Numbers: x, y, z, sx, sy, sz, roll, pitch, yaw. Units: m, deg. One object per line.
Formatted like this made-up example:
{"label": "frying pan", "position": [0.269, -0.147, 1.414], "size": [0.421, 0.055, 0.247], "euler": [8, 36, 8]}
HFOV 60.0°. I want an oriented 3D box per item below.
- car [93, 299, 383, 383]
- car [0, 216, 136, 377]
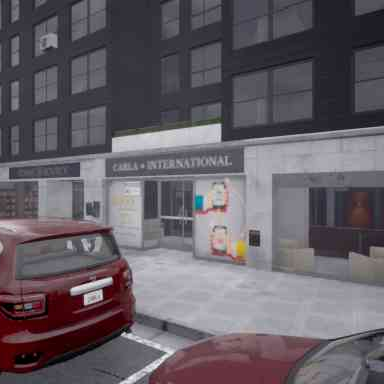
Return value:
{"label": "car", "position": [1.513, 1.582, 1.999], "size": [4.206, 1.307, 1.802], "euler": [0, 0, 35]}
{"label": "car", "position": [-3.099, 1.314, 5.281], "size": [5.009, 1.841, 2.192], "euler": [0, 0, 35]}
